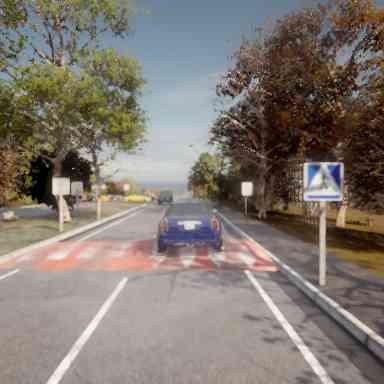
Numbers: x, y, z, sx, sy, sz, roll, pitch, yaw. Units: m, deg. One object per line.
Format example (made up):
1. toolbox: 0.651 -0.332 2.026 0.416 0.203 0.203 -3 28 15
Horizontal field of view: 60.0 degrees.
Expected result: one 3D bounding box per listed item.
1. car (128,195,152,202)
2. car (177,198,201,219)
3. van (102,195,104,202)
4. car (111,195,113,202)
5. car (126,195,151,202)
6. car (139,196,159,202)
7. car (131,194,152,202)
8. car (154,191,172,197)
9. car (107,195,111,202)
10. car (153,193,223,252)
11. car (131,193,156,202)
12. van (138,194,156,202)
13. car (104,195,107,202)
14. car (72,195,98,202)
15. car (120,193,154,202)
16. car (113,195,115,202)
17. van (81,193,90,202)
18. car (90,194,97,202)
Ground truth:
1. car: -11.303 1.397 72.572 5.008 1.535 2.097 0 -1 -1
2. car: -0.278 1.308 28.082 1.837 1.490 4.892 0 1 0
3. van: -24.605 1.401 80.928 4.442 1.987 1.878 0 -2 -1
4. car: -24.593 1.849 89.231 5.008 1.535 2.097 0 -2 -1
5. car: -11.266 1.340 69.800 4.892 1.521 2.231 0 -1 -1
6. car: -11.522 1.832 89.218 5.008 1.535 2.097 0 -2 -1
7. car: -11.365 1.339 75.350 4.553 1.767 2.185 0 -2 -1
8. car: -3.988 0.892 50.628 2.150 2.045 5.566 0 0 0
9. car: -24.555 1.771 86.336 5.008 1.535 2.097 0 -2 -1
10. car: -0.082 1.065 12.450 2.097 1.767 4.553 -1 1 0
11. car: -11.342 1.284 78.125 5.566 2.045 2.435 0 -2 -1
12. van: -11.597 1.532 86.447 4.442 1.987 1.878 0 -2 -1
13. car: -24.493 1.575 83.696 4.553 1.767 2.185 0 -2 -1
14. car: -24.230 1.478 75.390 5.366 1.575 1.946 0 -1 -1
15. car: -11.038 1.285 67.035 5.366 1.575 1.946 0 -1 -1
16. car: -24.629 1.924 92.000 4.892 1.521 2.231 0 -2 -1
17. van: -24.458 1.127 69.733 4.442 1.987 1.878 0 -1 -1
18. car: -24.406 1.162 72.626 5.566 2.045 2.435 0 -1 -1
